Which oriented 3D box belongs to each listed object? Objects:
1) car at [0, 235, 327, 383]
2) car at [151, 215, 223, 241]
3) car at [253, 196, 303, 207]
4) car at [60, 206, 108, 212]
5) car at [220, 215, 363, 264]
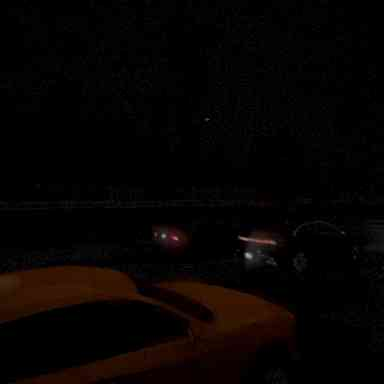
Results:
[{"bbox_3d":[-1.077,1.483,3.101,5.008,1.535,1.882,0,0,-35],"label":"car"},{"bbox_3d":[1.066,1.612,13.091,5.357,1.411,2.033,1,0,-35],"label":"car"},{"bbox_3d":[8.065,1.414,31.150,5.566,2.045,2.150,1,0,-35],"label":"car"},{"bbox_3d":[-7.612,1.663,24.350,4.718,1.301,1.895,1,0,-35],"label":"car"},{"bbox_3d":[3.540,1.560,10.563,4.902,1.511,2.128,1,0,-35],"label":"car"}]
